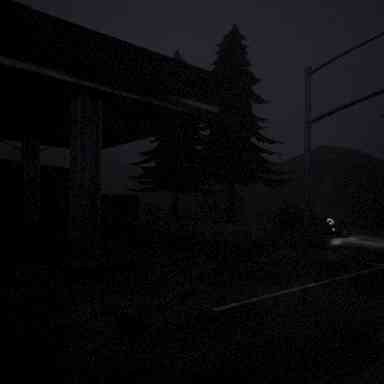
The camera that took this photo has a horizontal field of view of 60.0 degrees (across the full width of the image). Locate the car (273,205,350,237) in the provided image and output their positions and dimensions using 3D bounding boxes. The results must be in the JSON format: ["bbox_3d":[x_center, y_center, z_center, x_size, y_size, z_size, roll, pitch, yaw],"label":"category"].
[{"bbox_3d":[7.261,1.643,20.498,2.097,1.767,4.553,1,0,-36],"label":"car"}]

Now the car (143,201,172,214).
[{"bbox_3d":[-3.673,1.711,35.827,2.033,1.411,5.357,1,0,-35],"label":"car"}]

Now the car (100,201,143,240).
[{"bbox_3d":[-4.587,1.445,18.252,1.905,1.878,3.866,1,0,-36],"label":"car"}]

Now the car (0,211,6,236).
[{"bbox_3d":[-11.718,1.519,18.431,2.242,1.667,4.611,1,0,-36],"label":"car"}]
